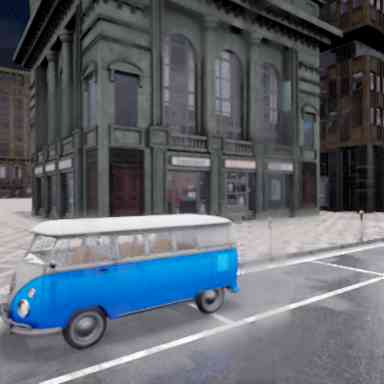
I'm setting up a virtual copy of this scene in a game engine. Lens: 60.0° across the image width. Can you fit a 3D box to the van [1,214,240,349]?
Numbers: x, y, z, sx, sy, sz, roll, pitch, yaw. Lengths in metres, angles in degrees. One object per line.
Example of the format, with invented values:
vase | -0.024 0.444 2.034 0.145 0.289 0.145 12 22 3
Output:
van | -0.990 1.334 5.946 3.998 1.788 1.690 0 0 -36
